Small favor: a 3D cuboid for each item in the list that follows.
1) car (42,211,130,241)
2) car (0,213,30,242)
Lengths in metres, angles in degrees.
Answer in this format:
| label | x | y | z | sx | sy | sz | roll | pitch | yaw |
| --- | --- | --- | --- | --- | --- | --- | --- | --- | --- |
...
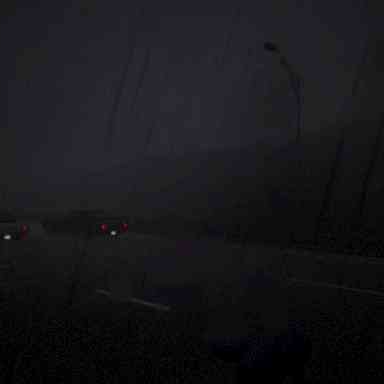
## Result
| label | x | y | z | sx | sy | sz | roll | pitch | yaw |
| --- | --- | --- | --- | --- | --- | --- | --- | --- | --- |
| car | -5.389 | 1.573 | 16.460 | 4.718 | 1.301 | 1.895 | 0 | 0 | 35 |
| car | -9.428 | 1.571 | 15.032 | 4.718 | 1.301 | 1.895 | 0 | 0 | 35 |
